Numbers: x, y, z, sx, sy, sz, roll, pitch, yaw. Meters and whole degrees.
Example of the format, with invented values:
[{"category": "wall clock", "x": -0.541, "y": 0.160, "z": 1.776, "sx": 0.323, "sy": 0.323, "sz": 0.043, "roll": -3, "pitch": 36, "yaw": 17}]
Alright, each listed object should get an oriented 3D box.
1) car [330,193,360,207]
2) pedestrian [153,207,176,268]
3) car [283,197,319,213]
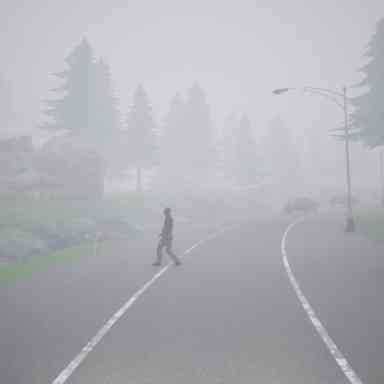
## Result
[{"category": "car", "x": 18.248, "y": 0.888, "z": 39.711, "sx": 4.902, "sy": 1.511, "sz": 2.128, "roll": -1, "pitch": -3, "yaw": -41}, {"category": "pedestrian", "x": -0.762, "y": 1.293, "z": 9.884, "sx": 0.375, "sy": 1.860, "sz": 0.375, "roll": 5, "pitch": -5, "yaw": 11}, {"category": "car", "x": 10.031, "y": 1.152, "z": 30.406, "sx": 2.033, "sy": 1.411, "sz": 5.357, "roll": -4, "pitch": -1, "yaw": 35}]
